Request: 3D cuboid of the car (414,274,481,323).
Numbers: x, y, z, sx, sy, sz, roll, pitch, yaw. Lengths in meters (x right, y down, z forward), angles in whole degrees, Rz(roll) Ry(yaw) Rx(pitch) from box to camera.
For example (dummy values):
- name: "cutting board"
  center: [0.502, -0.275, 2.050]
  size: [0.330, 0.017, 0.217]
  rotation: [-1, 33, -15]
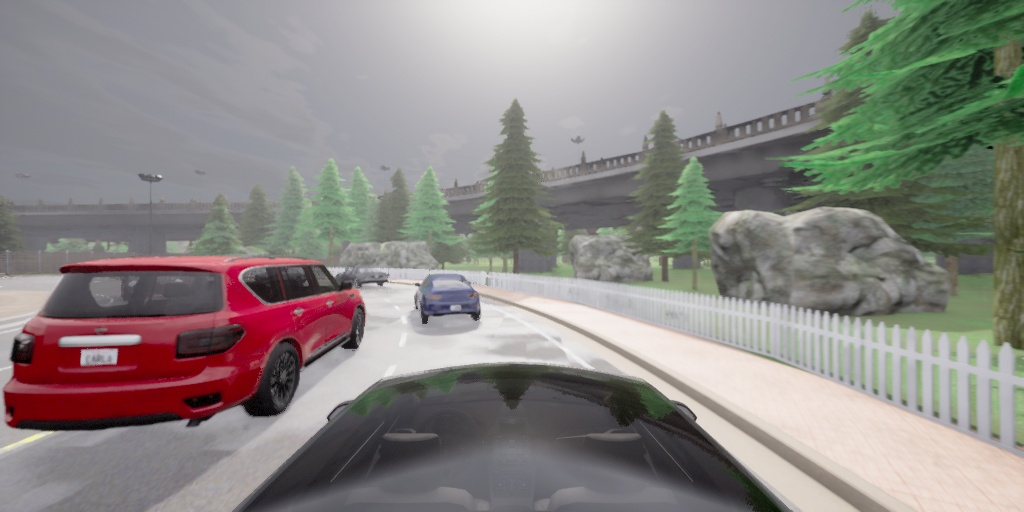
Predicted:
- name: "car"
  center: [-2.344, 1.346, 12.512]
  size: [1.812, 1.442, 4.674]
  rotation: [0, 0, -18]

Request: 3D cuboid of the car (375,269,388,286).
- name: "car"
  center: [-10.989, 1.487, 26.079]
  size: [5.357, 1.411, 2.033]
  rotation: [-1, 0, 44]

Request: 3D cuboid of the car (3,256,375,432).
- name: "car"
  center: [-4.170, 1.021, 5.979]
  size: [2.150, 2.045, 5.566]
  rotation: [0, 0, -8]

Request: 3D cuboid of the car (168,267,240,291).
- name: "car"
  center: [-21.647, 1.542, 25.165]
  size: [5.357, 1.411, 2.033]
  rotation: [0, 0, 28]

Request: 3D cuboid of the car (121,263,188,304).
- name: "car"
  center: [-18.362, 1.292, 18.366]
  size: [4.553, 1.767, 2.097]
  rotation: [-1, 0, 41]

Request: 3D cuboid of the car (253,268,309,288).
- name: "car"
  center: [-17.161, 1.578, 26.597]
  size: [4.718, 1.301, 1.895]
  rotation: [-1, 0, 36]
